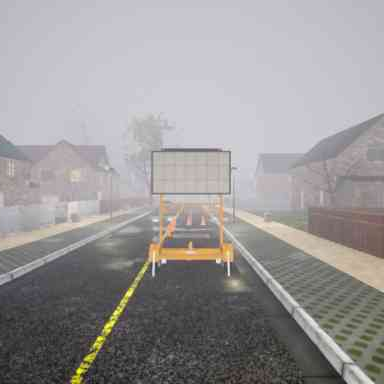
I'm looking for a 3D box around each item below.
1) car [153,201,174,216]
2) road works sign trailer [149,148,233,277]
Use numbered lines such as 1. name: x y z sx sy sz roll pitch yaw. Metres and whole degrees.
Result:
1. car: -2.841 1.623 34.063 1.812 1.442 4.674 0 0 0
2. road works sign trailer: -0.027 0.472 10.208 2.380 3.560 2.880 0 0 0
